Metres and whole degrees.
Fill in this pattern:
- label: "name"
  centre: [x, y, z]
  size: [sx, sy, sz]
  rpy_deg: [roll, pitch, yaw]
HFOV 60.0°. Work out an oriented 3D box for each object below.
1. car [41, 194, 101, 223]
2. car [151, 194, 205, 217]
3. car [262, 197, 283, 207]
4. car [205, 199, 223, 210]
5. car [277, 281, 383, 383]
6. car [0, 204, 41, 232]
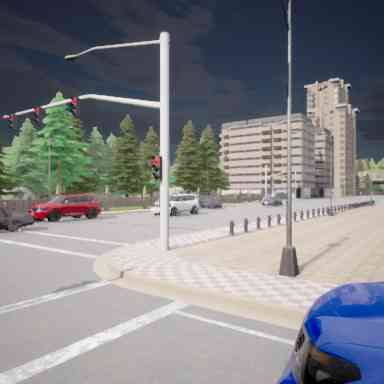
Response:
- label: "car"
  centre: [-9.783, 1.218, 26.146]
  size: [2.150, 2.045, 5.566]
  rpy_deg: [0, 0, 35]
- label: "car"
  centre: [-1.470, 1.218, 31.775]
  size: [2.150, 2.045, 5.566]
  rpy_deg: [0, 0, 35]
- label: "car"
  centre: [12.297, 1.490, 50.941]
  size: [2.128, 1.511, 4.902]
  rpy_deg: [0, 0, 36]
- label: "car"
  centre: [2.217, 1.561, 42.955]
  size: [1.994, 1.385, 4.181]
  rpy_deg: [0, 0, 36]
- label: "car"
  centre: [3.281, 1.222, 1.626]
  size: [5.566, 2.045, 2.150]
  rpy_deg: [0, 0, 36]
- label: "car"
  centre: [-11.394, 1.545, 17.883]
  size: [2.033, 1.411, 5.357]
  rpy_deg: [0, 0, 36]
